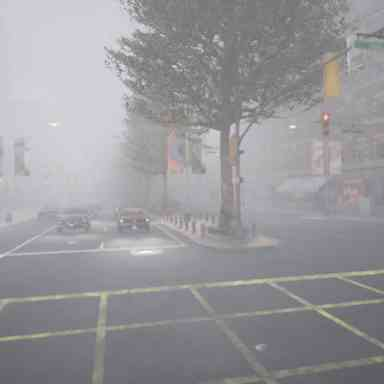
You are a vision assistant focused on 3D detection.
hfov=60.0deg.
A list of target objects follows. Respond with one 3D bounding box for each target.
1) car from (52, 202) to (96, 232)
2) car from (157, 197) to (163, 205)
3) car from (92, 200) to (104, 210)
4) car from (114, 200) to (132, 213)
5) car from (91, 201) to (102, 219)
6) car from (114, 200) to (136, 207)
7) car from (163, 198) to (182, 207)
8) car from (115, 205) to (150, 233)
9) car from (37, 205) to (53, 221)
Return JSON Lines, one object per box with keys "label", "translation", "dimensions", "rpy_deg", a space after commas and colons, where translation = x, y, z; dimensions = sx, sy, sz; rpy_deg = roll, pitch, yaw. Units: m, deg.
{"label": "car", "translation": [-7.446, 1.664, 21.389], "dimensions": [1.837, 1.490, 4.892], "rpy_deg": [-1, 0, -13]}
{"label": "car", "translation": [-5.300, 1.640, 62.528], "dimensions": [2.097, 1.767, 4.553], "rpy_deg": [-1, 0, -13]}
{"label": "car", "translation": [-13.043, 1.830, 45.063], "dimensions": [1.812, 1.442, 4.674], "rpy_deg": [-1, 0, -13]}
{"label": "car", "translation": [-8.888, 1.799, 42.649], "dimensions": [2.033, 1.411, 5.357], "rpy_deg": [-1, 0, -13]}
{"label": "car", "translation": [-9.940, 1.824, 31.897], "dimensions": [1.895, 1.301, 4.718], "rpy_deg": [-1, 0, -13]}
{"label": "car", "translation": [-5.844, 1.525, 29.791], "dimensions": [2.097, 1.767, 4.553], "rpy_deg": [-1, 0, -13]}
{"label": "car", "translation": [-2.896, 1.731, 52.419], "dimensions": [1.837, 1.490, 4.892], "rpy_deg": [-1, 0, -13]}
{"label": "car", "translation": [-3.749, 1.720, 20.981], "dimensions": [1.895, 1.301, 4.718], "rpy_deg": [-1, 0, -13]}
{"label": "car", "translation": [-12.902, 1.845, 30.737], "dimensions": [1.895, 1.301, 4.718], "rpy_deg": [-1, 0, -14]}
